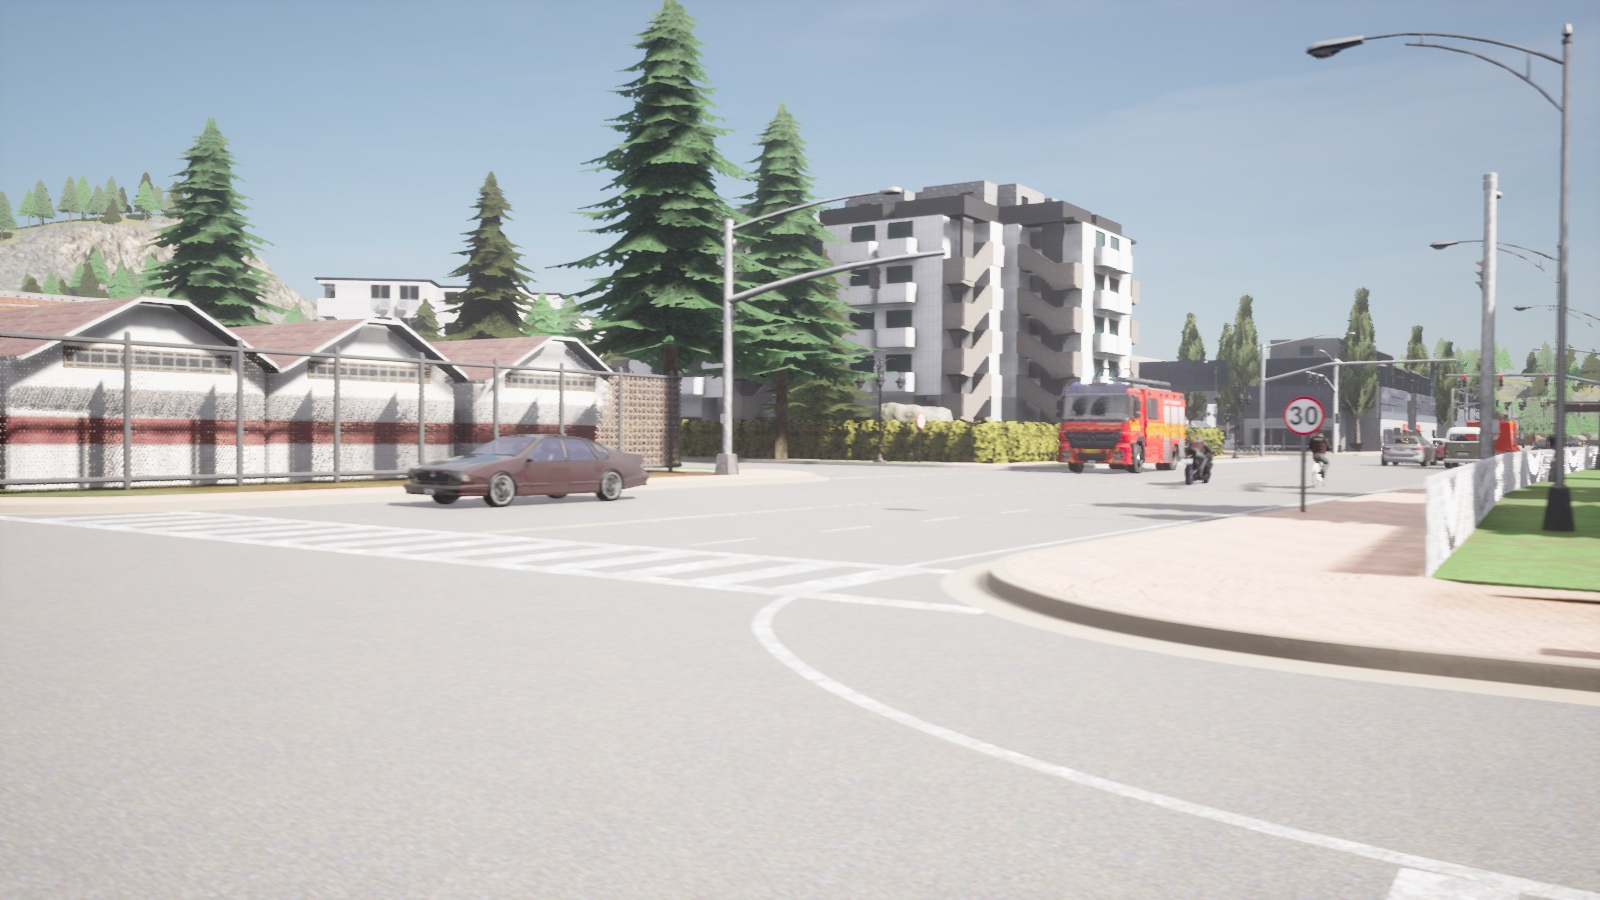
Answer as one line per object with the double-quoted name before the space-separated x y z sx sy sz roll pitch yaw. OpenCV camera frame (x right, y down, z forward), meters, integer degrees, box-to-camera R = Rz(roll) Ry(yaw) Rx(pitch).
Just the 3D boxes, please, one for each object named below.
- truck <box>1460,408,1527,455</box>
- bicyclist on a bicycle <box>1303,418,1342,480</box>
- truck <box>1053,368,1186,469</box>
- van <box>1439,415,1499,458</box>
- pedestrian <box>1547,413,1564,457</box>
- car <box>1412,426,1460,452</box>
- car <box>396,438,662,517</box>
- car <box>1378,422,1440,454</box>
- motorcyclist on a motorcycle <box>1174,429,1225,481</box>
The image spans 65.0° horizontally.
"truck" 38.078 -1.035 68.875 2.627 2.467 5.204 0 1 35
"bicyclist on a bicycle" 15.360 -0.037 36.889 0.659 1.776 1.843 0 1 35
"truck" 13.297 -1.253 51.618 2.891 3.827 8.468 0 1 32
"van" 32.672 -0.672 61.259 2.069 2.038 4.480 0 1 35
"pedestrian" 32.442 -0.636 53.891 0.563 1.883 0.849 0 1 35
"car" 37.655 -0.652 74.324 1.970 1.475 3.806 0 1 35
"car" -5.398 0.481 25.794 2.033 1.411 5.357 0 1 35
"car" 32.737 -0.636 67.402 2.242 1.667 4.611 0 1 36
"motorcyclist on a motorcycle" 12.309 0.132 38.638 0.866 1.530 2.191 0 1 35
